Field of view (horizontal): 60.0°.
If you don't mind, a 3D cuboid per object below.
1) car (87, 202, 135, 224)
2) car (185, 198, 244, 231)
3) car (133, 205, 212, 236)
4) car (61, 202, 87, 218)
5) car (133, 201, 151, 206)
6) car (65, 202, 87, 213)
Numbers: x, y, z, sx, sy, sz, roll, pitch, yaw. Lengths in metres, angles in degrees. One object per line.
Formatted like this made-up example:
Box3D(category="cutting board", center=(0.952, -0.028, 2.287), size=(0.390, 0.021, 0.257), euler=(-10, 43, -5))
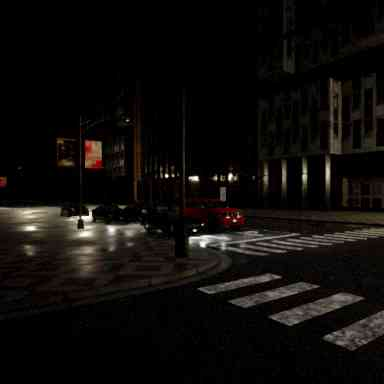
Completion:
Box3D(category="car", center=(-7.089, 1.853, 28.627), size=(1.882, 1.535, 5.008), euler=(0, 0, -36))
Box3D(category="car", center=(1.088, 1.454, 22.838), size=(2.150, 2.045, 5.566), euler=(0, -1, -34))
Box3D(category="car", center=(-1.396, 1.792, 20.680), size=(2.033, 1.411, 5.357), euler=(0, -1, -36))
Box3D(category="car", center=(-13.004, 1.866, 36.899), size=(2.097, 1.767, 4.553), euler=(0, -1, -36))
Box3D(category="car", center=(-4.571, 1.715, 30.701), size=(2.097, 1.767, 4.553), euler=(0, -1, -36))
Box3D(category="car", center=(-16.663, 2.168, 47.677), size=(1.812, 1.442, 4.674), euler=(0, -1, -35))
